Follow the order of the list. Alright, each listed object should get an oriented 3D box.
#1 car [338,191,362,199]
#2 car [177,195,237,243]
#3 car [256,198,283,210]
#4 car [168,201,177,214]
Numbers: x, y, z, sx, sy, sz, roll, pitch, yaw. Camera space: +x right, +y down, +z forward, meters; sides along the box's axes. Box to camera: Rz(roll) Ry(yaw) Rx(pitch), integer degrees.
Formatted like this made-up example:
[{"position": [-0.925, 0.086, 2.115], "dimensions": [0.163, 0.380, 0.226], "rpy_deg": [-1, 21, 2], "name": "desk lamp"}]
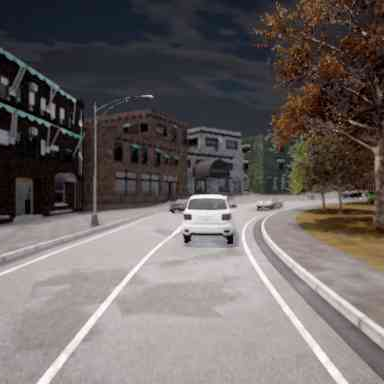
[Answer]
[{"position": [29.144, 0.482, 61.508], "dimensions": [5.008, 1.535, 1.882], "rpy_deg": [-2, 0, -28], "name": "car"}, {"position": [0.928, 1.156, 15.877], "dimensions": [2.150, 2.045, 5.566], "rpy_deg": [0, 0, 8], "name": "car"}, {"position": [9.067, 1.300, 38.478], "dimensions": [1.895, 1.301, 4.718], "rpy_deg": [0, 1, 32], "name": "car"}, {"position": [-0.702, 1.387, 33.531], "dimensions": [2.033, 1.411, 5.357], "rpy_deg": [0, 0, 17], "name": "car"}]
